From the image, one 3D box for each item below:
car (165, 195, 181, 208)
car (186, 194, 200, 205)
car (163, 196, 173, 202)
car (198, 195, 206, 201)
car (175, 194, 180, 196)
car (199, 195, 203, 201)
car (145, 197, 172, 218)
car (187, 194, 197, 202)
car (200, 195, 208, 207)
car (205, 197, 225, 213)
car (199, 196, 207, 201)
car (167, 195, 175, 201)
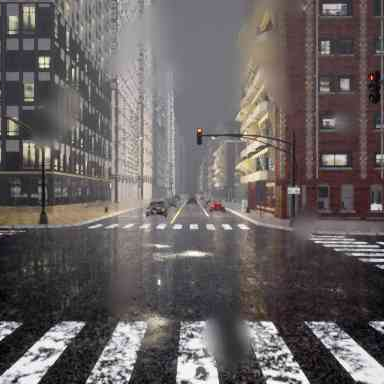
[{"bbox_3d":[-3.097,1.563,48.229,2.033,1.411,5.357,0,0,0],"label":"car"},{"bbox_3d":[-0.004,1.549,59.771,1.812,1.442,4.674,0,0,0],"label":"car"},{"bbox_3d":[-5.696,1.589,78.331,2.008,1.369,4.403,0,0,0],"label":"car"},{"bbox_3d":[2.683,1.491,89.630,1.967,1.590,4.097,0,0,0],"label":"car"},{"bbox_3d":[-3.006,1.244,63.941,1.837,1.490,4.892,0,0,0],"label":"car"},{"bbox_3d":[2.687,1.571,55.738,2.008,1.369,4.403,0,0,0],"label":"car"},{"bbox_3d":[-3.102,1.510,30.433,1.837,1.490,4.892,0,0,0],"label":"car"},{"bbox_3d":[-0.005,1.218,69.743,2.097,1.767,4.553,0,0,0],"label":"car"},{"bbox_3d":[2.687,1.567,50.090,2.008,1.369,4.403,0,0,0],"label":"car"},{"bbox_3d":[2.739,1.591,37.172,1.802,1.307,4.206,0,0,0],"label":"car"},{"bbox_3d":[2.683,1.626,83.981,1.802,1.307,4.206,0,0,0],"label":"car"},{"bbox_3d":[-5.698,1.595,89.629,1.887,1.381,4.507,0,0,0],"label":"car"}]
